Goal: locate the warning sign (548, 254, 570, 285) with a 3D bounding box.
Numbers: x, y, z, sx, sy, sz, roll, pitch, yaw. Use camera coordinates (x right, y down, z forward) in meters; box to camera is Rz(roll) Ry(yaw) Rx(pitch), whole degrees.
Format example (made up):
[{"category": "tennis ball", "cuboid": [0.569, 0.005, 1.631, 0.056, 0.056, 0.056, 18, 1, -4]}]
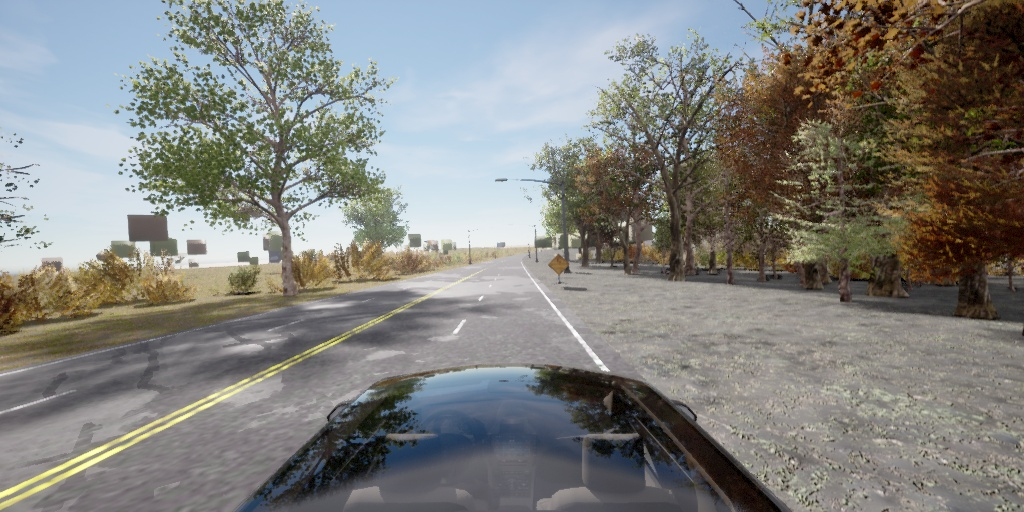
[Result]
[{"category": "warning sign", "cuboid": [2.891, 0.799, 21.832, 1.300, 1.860, 1.060, 0, 0, 0]}]
